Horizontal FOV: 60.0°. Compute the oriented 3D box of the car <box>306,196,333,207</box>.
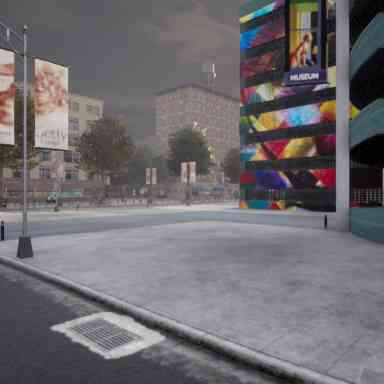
[{"bbox_3d":[19.579,1.413,51.052,2.161,1.482,4.786,0,0,43],"label":"car"}]

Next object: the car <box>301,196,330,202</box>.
[{"bbox_3d":[14.255,1.320,39.330,2.002,1.452,4.674,0,0,43],"label":"car"}]
